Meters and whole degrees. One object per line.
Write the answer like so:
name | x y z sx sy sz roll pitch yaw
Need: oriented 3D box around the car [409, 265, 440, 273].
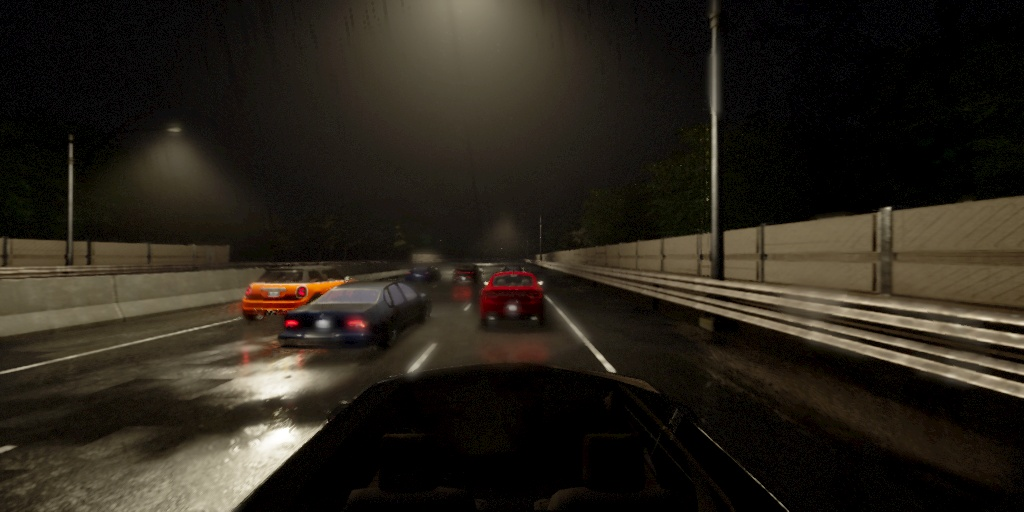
car | -6.935 1.408 28.401 1.994 1.385 4.181 0 0 0

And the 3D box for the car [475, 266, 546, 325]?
car | 0.060 1.251 11.971 1.882 1.535 5.008 0 -1 1

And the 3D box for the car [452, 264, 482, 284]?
car | -3.437 1.349 28.004 1.837 1.490 4.892 0 0 0

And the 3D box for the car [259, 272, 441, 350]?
car | -3.458 1.312 9.107 2.033 1.411 5.357 0 0 0

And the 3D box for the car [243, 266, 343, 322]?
car | -6.935 1.127 12.581 2.097 1.767 4.553 0 0 0
